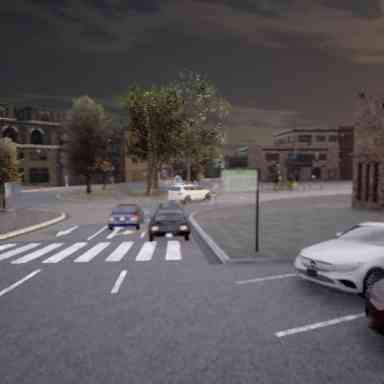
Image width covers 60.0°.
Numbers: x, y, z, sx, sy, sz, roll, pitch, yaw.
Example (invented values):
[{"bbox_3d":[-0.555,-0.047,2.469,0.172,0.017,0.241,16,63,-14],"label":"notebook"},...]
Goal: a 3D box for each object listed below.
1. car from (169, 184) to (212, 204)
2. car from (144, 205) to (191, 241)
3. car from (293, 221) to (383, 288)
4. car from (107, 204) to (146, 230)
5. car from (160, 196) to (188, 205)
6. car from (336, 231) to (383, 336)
[{"bbox_3d":[-0.166,0.162,37.139,2.150,2.045,5.566,3,6,43],"label":"car"},{"bbox_3d":[-1.139,1.555,16.444,1.895,1.301,4.718,-1,1,-4],"label":"car"},{"bbox_3d":[4.648,1.442,7.978,4.674,1.452,2.002,0,0,-24],"label":"car"},{"bbox_3d":[-3.980,1.451,20.685,2.033,1.411,5.357,-1,2,-4],"label":"car"},{"bbox_3d":[-1.566,1.316,25.574,1.895,1.301,4.718,0,2,1],"label":"car"},{"bbox_3d":[4.849,1.437,5.022,4.792,1.488,2.163,0,0,-24],"label":"car"}]
